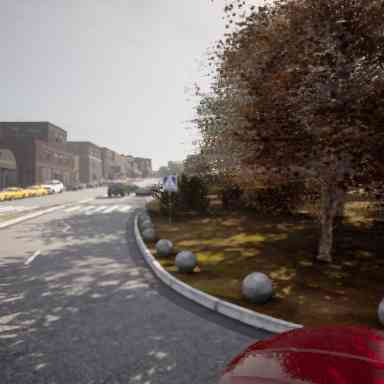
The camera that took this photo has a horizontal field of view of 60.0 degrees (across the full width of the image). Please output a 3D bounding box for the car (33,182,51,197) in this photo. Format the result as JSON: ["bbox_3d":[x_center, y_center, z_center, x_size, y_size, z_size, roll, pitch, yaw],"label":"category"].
[{"bbox_3d":[-21.769,-0.130,45.661,1.946,1.575,5.366,0,3,-1],"label":"car"}]

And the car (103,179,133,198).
[{"bbox_3d":[-9.986,-0.382,45.389,2.150,2.045,5.566,0,3,0],"label":"car"}]

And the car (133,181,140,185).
[{"bbox_3d":[-10.143,-0.659,55.845,1.837,1.490,4.892,0,3,0],"label":"car"}]

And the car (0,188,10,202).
[{"bbox_3d":[-21.673,0.462,34.629,1.946,1.575,5.366,0,3,0],"label":"car"}]

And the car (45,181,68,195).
[{"bbox_3d":[-21.823,-0.688,51.448,2.435,2.045,5.566,0,3,-1],"label":"car"}]

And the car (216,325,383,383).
[{"bbox_3d":[2.453,1.472,1.633,5.008,1.535,1.882,-1,-1,32],"label":"car"}]

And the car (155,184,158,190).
[{"bbox_3d":[-6.837,-0.703,56.686,1.812,1.442,4.674,0,3,0],"label":"car"}]

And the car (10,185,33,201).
[{"bbox_3d":[-21.716,0.164,40.144,1.946,1.575,5.366,0,3,-1],"label":"car"}]

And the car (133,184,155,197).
[{"bbox_3d":[-6.731,-0.135,46.801,1.994,1.385,4.181,0,3,0],"label":"car"}]

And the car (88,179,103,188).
[{"bbox_3d":[-22.035,-1.616,73.563,2.231,1.521,4.892,0,3,-1],"label":"car"}]

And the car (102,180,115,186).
[{"bbox_3d":[-22.234,-2.410,88.452,2.231,1.521,4.892,0,3,0],"label":"car"}]

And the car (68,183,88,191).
[{"bbox_3d":[-21.933,-0.996,62.493,2.163,1.488,4.792,0,3,0],"label":"car"}]
